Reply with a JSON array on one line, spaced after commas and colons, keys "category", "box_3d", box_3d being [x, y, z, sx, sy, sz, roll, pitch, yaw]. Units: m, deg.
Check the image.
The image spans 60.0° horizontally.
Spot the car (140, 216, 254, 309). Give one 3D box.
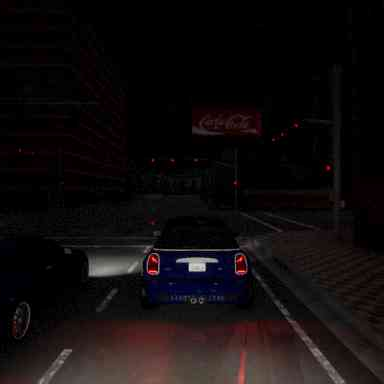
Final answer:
[{"category": "car", "box_3d": [0.089, 1.352, 8.018, 2.097, 1.767, 4.553, 0, 0, 0]}]

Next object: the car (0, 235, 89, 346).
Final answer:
[{"category": "car", "box_3d": [-3.418, 1.526, 6.224, 1.812, 1.442, 4.674, 0, 0, 0]}]
